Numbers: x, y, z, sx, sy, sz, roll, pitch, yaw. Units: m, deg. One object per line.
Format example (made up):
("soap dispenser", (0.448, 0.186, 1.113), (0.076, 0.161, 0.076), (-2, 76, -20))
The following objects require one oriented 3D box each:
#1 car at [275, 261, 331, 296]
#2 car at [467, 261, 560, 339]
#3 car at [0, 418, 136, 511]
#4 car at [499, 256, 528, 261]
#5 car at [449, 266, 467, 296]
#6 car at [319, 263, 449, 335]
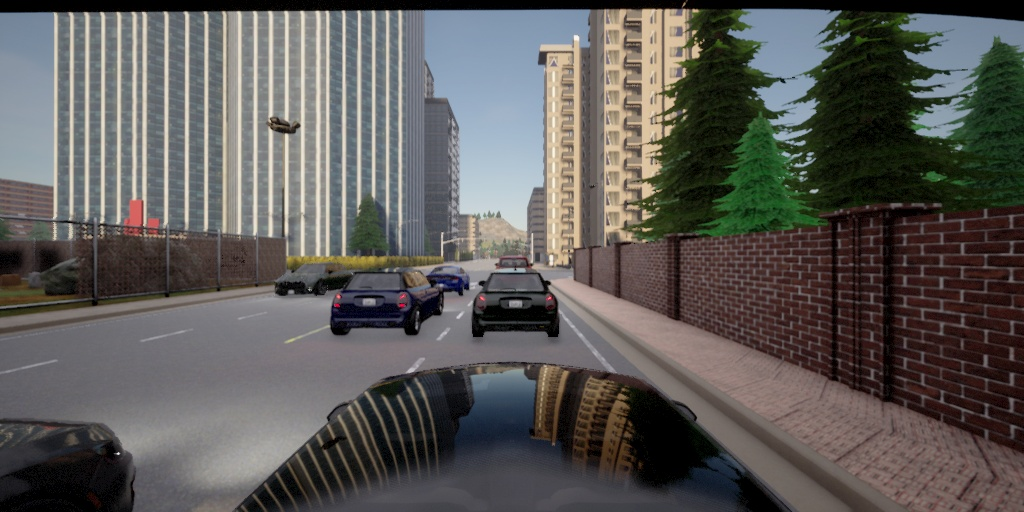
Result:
("car", (-10.554, 1.145, 19.410), (2.097, 1.767, 4.553), (0, 0, 0))
("car", (0.085, 1.122, 10.324), (2.097, 1.767, 4.553), (0, 0, 0))
("car", (-3.419, 1.249, 0.325), (1.837, 1.490, 4.892), (0, -1, 0))
("car", (0.135, 1.024, 22.065), (2.150, 2.045, 5.566), (0, 0, 1))
("car", (-3.438, 1.272, 19.703), (1.882, 1.535, 5.008), (0, 0, -1))
("car", (-3.415, 1.124, 10.696), (2.097, 1.767, 4.553), (0, 0, 0))
